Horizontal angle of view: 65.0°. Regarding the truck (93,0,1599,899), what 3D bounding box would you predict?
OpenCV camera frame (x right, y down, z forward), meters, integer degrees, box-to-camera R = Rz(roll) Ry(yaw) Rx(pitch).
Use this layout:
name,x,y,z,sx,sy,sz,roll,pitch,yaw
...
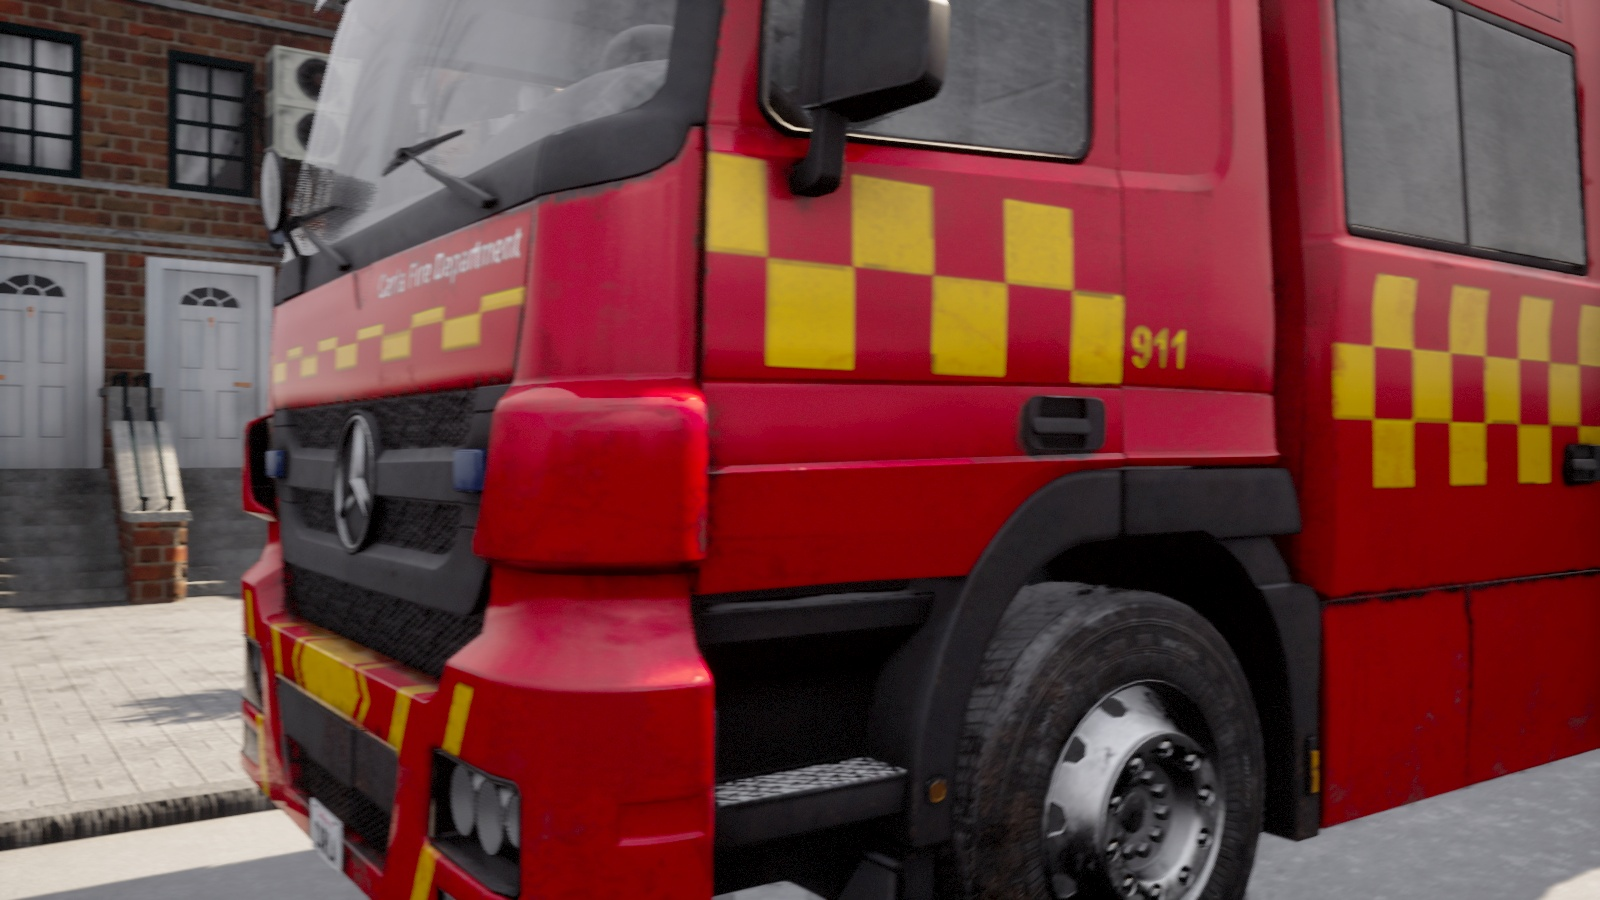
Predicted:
name,x,y,z,sx,sy,sz,roll,pitch,yaw
truck,1.862,-0.410,5.568,8.468,3.827,2.891,0,0,-35
